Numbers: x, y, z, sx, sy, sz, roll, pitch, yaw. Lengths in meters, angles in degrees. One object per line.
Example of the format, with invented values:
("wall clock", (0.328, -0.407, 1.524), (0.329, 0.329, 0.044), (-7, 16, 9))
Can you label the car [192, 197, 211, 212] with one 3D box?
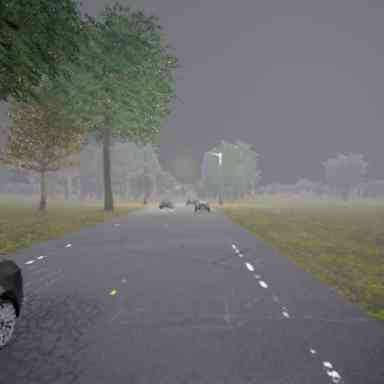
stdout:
("car", (1.235, 1.658, 40.316), (1.812, 1.442, 4.674), (0, 0, 0))

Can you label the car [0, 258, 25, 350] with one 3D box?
("car", (-3.597, 1.501, 3.367), (2.128, 1.511, 4.902), (0, 0, 0))

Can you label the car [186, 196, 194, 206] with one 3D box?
("car", (0.014, 1.575, 59.749), (2.097, 1.767, 4.553), (0, 0, 0))

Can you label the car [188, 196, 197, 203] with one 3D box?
("car", (0.018, 1.683, 76.541), (1.994, 1.385, 4.181), (0, 0, 0))

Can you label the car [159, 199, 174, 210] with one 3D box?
("car", (-3.561, 1.708, 46.760), (2.033, 1.411, 5.357), (0, 0, 0))
